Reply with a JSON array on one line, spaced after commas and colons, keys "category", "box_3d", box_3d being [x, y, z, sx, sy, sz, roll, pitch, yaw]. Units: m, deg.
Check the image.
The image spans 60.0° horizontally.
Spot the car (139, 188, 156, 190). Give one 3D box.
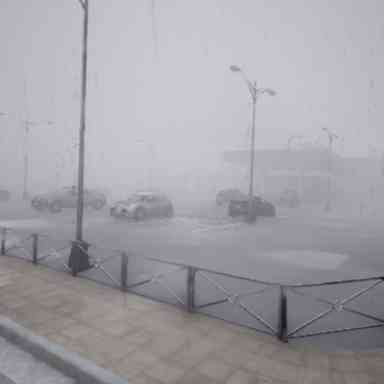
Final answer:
[{"category": "car", "box_3d": [-5.424, 0.296, 42.988, 2.007, 1.523, 4.514, 3, 1, 35]}]

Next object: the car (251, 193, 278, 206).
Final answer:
[{"category": "car", "box_3d": [9.187, 0.911, 42.144, 1.970, 1.475, 3.806, 3, 1, 35]}]

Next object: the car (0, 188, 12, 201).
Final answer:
[{"category": "car", "box_3d": [-18.718, -0.155, 30.235, 1.905, 1.878, 3.866, 3, 1, 35]}]

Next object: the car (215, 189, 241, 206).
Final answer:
[{"category": "car", "box_3d": [4.321, 0.609, 35.201, 1.932, 1.855, 4.605, 3, 1, 35]}]

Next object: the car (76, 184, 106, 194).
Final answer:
[{"category": "car", "box_3d": [-18.755, -0.540, 61.910, 2.152, 1.636, 5.027, 3, 1, 35]}]

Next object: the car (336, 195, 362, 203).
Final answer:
[{"category": "car", "box_3d": [31.655, 1.350, 67.140, 4.611, 1.667, 2.242, 3, 1, 35]}]

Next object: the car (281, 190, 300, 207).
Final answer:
[{"category": "car", "box_3d": [11.552, 0.762, 39.717, 1.905, 1.878, 3.866, 3, 1, 35]}]

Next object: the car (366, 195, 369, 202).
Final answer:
[{"category": "car", "box_3d": [38.471, 1.389, 69.247, 3.866, 1.878, 1.905, 3, 1, 35]}]

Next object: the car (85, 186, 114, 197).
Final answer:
[{"category": "car", "box_3d": [-13.543, -0.096, 48.801, 1.845, 1.501, 3.633, 3, 1, 35]}]

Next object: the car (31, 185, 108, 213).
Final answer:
[{"category": "car", "box_3d": [-8.296, 0.452, 22.838, 2.152, 1.636, 5.027, 3, 1, 35]}]

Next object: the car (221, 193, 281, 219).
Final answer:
[{"category": "car", "box_3d": [4.178, 1.049, 23.026, 2.007, 1.523, 4.514, 3, 1, 35]}]

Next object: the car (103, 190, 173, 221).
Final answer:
[{"category": "car", "box_3d": [-2.883, 0.798, 19.393, 1.970, 1.475, 3.806, 3, 1, 35]}]

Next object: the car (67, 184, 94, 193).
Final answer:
[{"category": "car", "box_3d": [-21.342, -0.661, 63.681, 2.007, 1.523, 4.514, 3, 1, 35]}]
